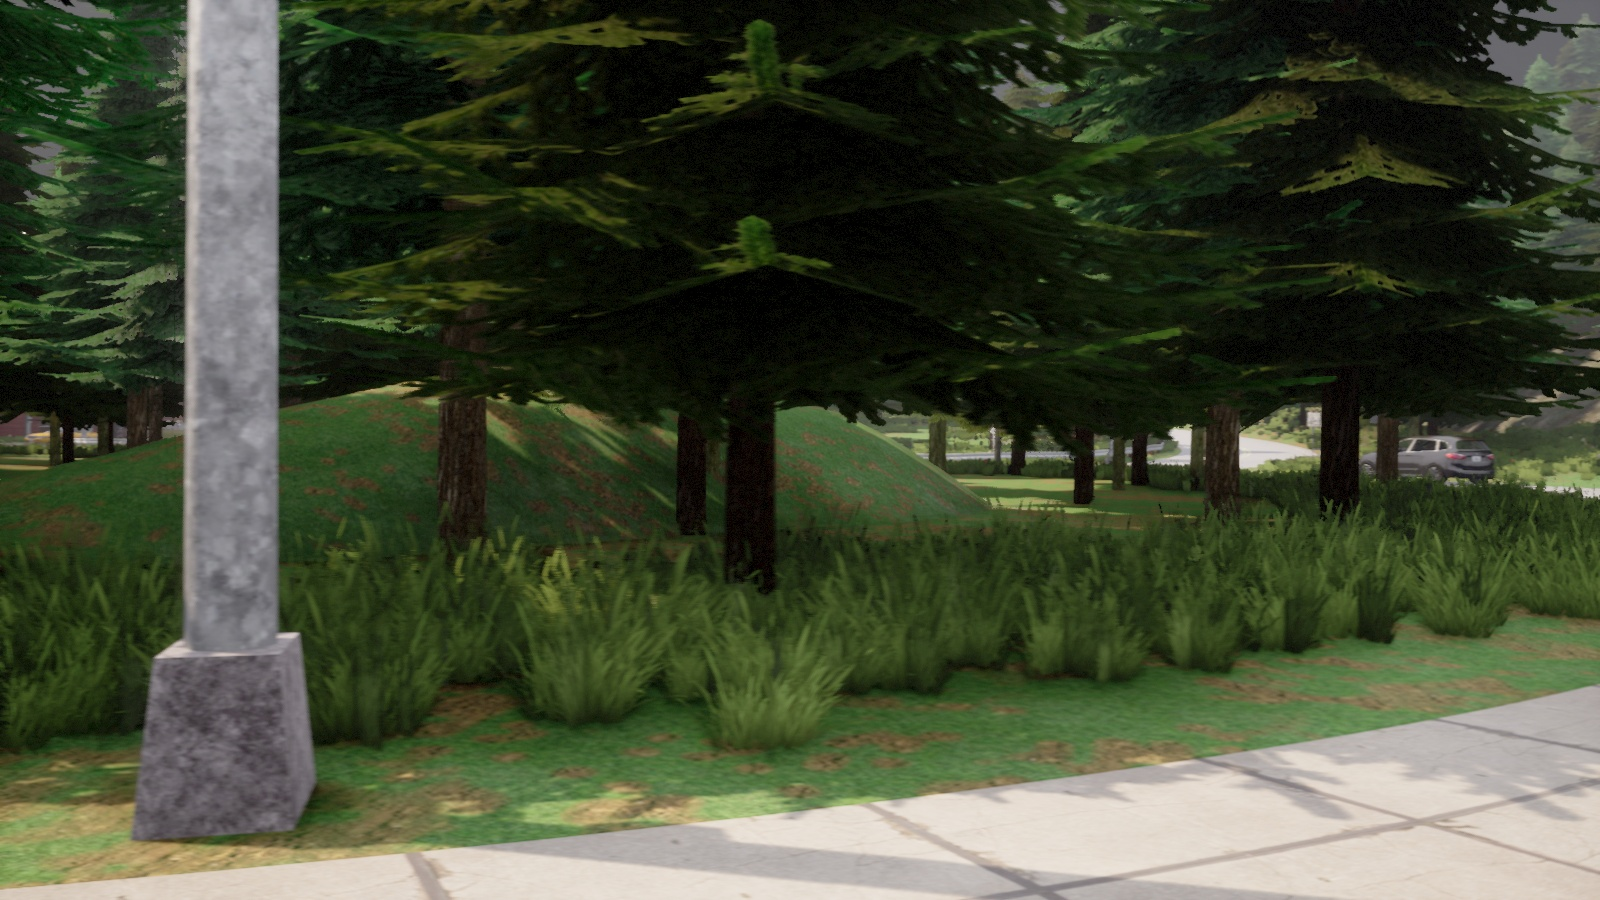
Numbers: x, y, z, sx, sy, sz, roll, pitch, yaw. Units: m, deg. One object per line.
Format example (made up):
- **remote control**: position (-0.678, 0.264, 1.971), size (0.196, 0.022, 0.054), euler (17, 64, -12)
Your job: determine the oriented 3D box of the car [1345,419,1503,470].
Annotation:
- **car**: position (21.753, -0.218, 43.983), size (2.242, 1.667, 4.611), euler (-1, 1, -22)
